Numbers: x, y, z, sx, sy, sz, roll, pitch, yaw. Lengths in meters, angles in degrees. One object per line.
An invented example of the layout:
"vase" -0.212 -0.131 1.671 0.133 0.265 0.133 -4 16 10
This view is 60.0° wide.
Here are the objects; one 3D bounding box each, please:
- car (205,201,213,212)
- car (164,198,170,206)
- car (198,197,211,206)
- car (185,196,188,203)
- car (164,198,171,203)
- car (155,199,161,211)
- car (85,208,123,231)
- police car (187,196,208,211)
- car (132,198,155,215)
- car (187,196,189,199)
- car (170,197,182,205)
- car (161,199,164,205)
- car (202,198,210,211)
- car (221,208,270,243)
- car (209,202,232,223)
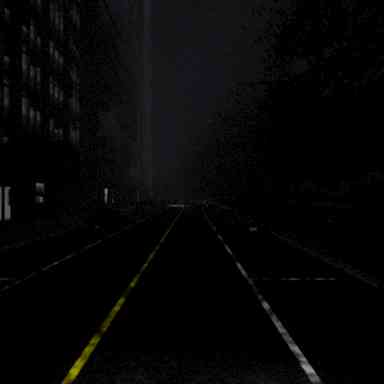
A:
"car" 2.702 1.862 33.633 2.008 1.369 4.403 0 0 0
"car" -6.011 2.108 67.009 1.947 1.339 4.313 0 0 -1
"car" 2.520 1.858 66.979 2.192 1.841 5.009 0 0 -1
"car" -0.604 1.821 83.287 2.097 1.767 4.553 0 0 -1
"car" -6.592 2.237 89.249 1.802 1.307 4.206 0 0 -1
"car" -5.820 1.715 44.704 2.192 1.841 5.009 0 0 0
"car" -5.828 1.778 22.460 1.947 1.339 4.313 0 -1 0
"police car" 0.741 1.842 47.099 1.930 1.638 5.238 0 0 -3
"car" -5.823 1.797 39.144 1.967 1.590 4.097 0 0 0
"car" 0.682 1.873 63.076 2.097 1.767 4.553 0 0 1
"car" -3.285 1.916 71.029 2.097 1.767 4.553 0 0 -1
"car" -5.819 2.005 50.263 1.947 1.339 4.313 0 0 0
"car" 2.705 1.945 44.755 1.887 1.381 4.507 0 0 0
"car" 2.758 1.726 16.959 1.947 1.339 4.313 0 -1 0
"car" 2.700 1.808 28.073 1.887 1.381 4.507 0 0 0
